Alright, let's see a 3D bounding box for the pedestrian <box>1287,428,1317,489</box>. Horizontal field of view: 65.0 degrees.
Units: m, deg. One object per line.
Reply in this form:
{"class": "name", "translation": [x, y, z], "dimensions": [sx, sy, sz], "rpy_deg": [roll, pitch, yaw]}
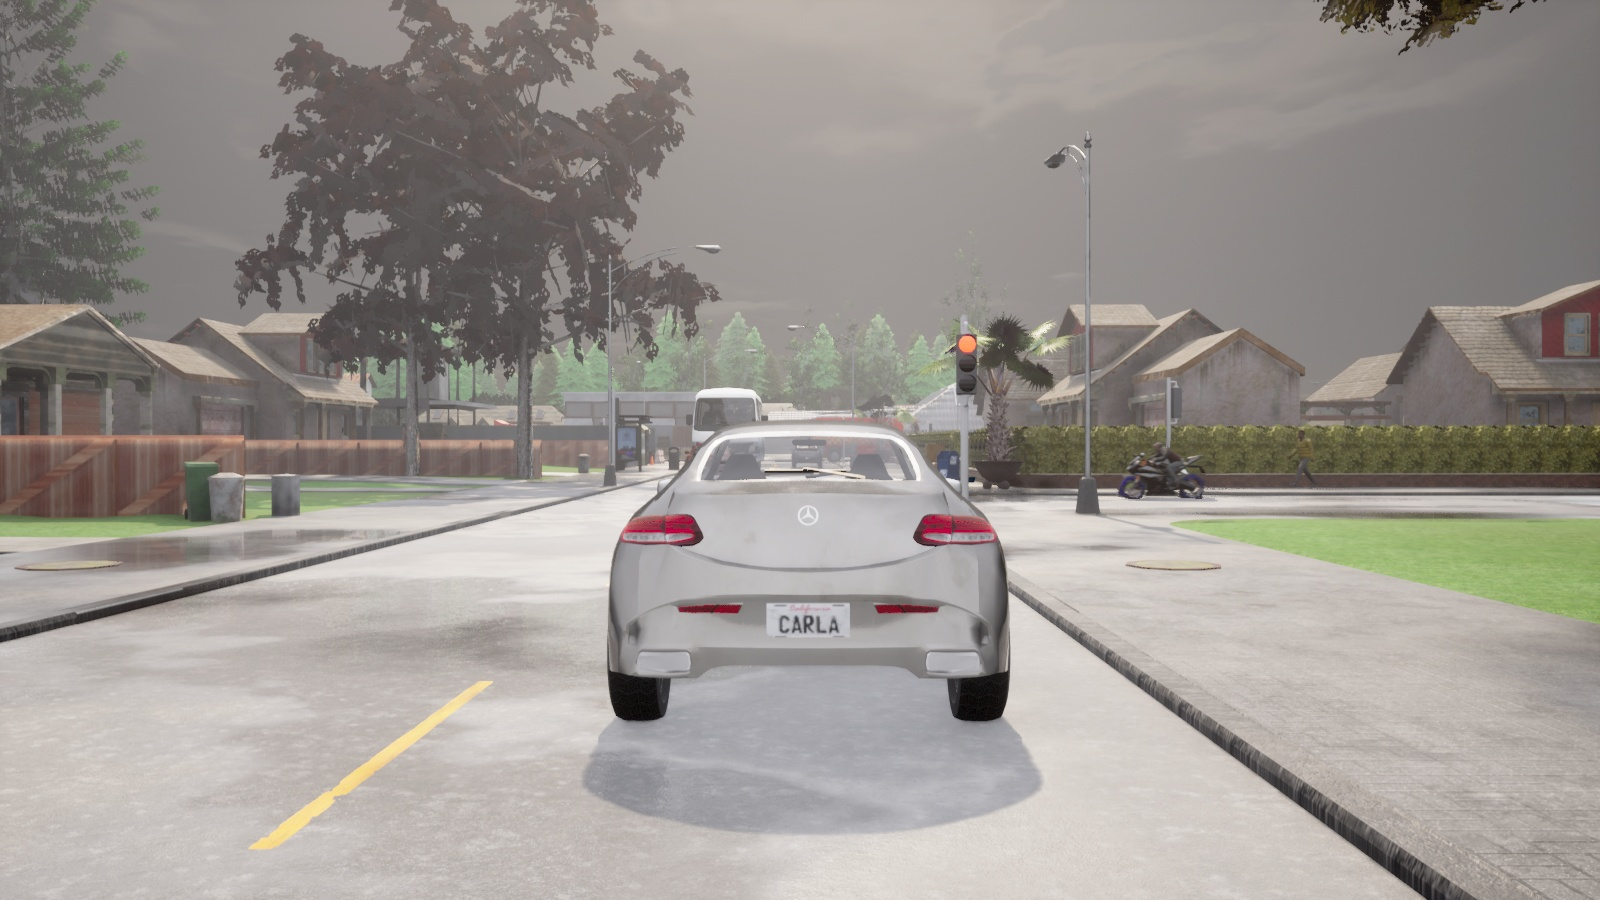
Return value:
{"class": "pedestrian", "translation": [15.154, 0.251, 37.889], "dimensions": [0.709, 1.840, 0.431], "rpy_deg": [0, 0, -10]}

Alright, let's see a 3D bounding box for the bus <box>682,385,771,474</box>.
{"class": "bus", "translation": [-3.622, -1.006, 65.184], "dimensions": [3.944, 4.253, 10.273], "rpy_deg": [0, 0, 0]}

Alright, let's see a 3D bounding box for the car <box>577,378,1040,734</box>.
{"class": "car", "translation": [0.062, 0.477, 8.355], "dimensions": [2.152, 1.651, 5.027], "rpy_deg": [0, 0, 1]}

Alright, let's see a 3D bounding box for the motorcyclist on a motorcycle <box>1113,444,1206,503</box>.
{"class": "motorcyclist on a motorcycle", "translation": [9.402, 0.600, 32.928], "dimensions": [2.191, 1.530, 0.866], "rpy_deg": [0, 0, 0]}

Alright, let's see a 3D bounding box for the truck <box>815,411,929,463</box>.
{"class": "truck", "translation": [5.349, -0.956, 94.591], "dimensions": [8.468, 3.827, 2.891], "rpy_deg": [0, 0, 0]}
